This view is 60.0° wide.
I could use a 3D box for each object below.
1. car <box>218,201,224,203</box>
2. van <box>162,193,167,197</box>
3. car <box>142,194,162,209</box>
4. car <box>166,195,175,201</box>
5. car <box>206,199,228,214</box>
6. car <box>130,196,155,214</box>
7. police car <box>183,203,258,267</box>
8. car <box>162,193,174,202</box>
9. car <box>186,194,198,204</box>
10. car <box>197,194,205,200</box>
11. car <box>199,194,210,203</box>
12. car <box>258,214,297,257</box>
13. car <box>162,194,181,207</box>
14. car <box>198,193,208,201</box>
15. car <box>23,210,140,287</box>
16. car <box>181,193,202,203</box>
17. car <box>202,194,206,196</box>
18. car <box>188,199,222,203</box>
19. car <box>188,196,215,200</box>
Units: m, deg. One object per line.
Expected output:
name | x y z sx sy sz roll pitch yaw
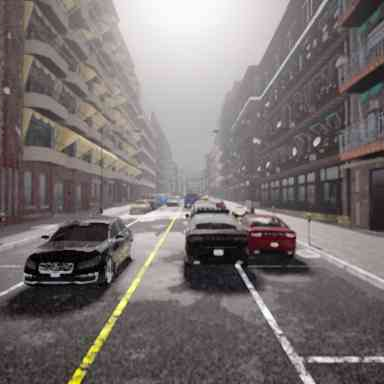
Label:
car | 2.575 1.469 18.311 1.752 1.417 4.829 1 0 0
van | -5.321 1.226 51.379 1.690 1.788 3.998 2 0 0
car | -5.314 1.215 40.320 2.192 1.841 5.009 2 0 0
car | -5.348 1.448 84.564 1.947 1.339 4.313 1 0 0
car | 2.564 1.454 34.731 1.887 1.381 4.507 1 0 0
car | -5.316 1.435 34.619 1.752 1.417 4.829 2 0 0
police car | 0.708 1.388 11.384 1.930 1.638 5.238 0 0 0
car | -5.335 1.193 73.502 2.192 1.841 5.009 1 0 0
car | -0.037 1.230 62.792 2.097 1.767 4.553 0 0 0
car | 2.497 1.328 90.041 1.967 1.590 4.097 1 0 0
car | 2.553 1.318 67.916 1.967 1.590 4.097 1 0 0
car | 2.578 1.504 12.609 1.887 1.381 4.507 1 0 0
car | -2.870 1.433 49.846 2.033 1.411 5.357 0 0 0
car | 2.507 1.194 78.978 2.192 1.841 5.009 1 0 0
car | -2.854 1.473 9.366 1.837 1.490 4.892 0 0 0
car | -0.026 1.109 48.057 2.150 2.045 5.566 0 0 0
car | 2.550 1.426 56.855 1.887 1.381 4.507 1 0 0
car | 0.813 1.442 21.278 1.837 1.490 4.892 0 0 0
car | 0.809 1.378 27.470 1.801 1.575 5.366 0 0 0
